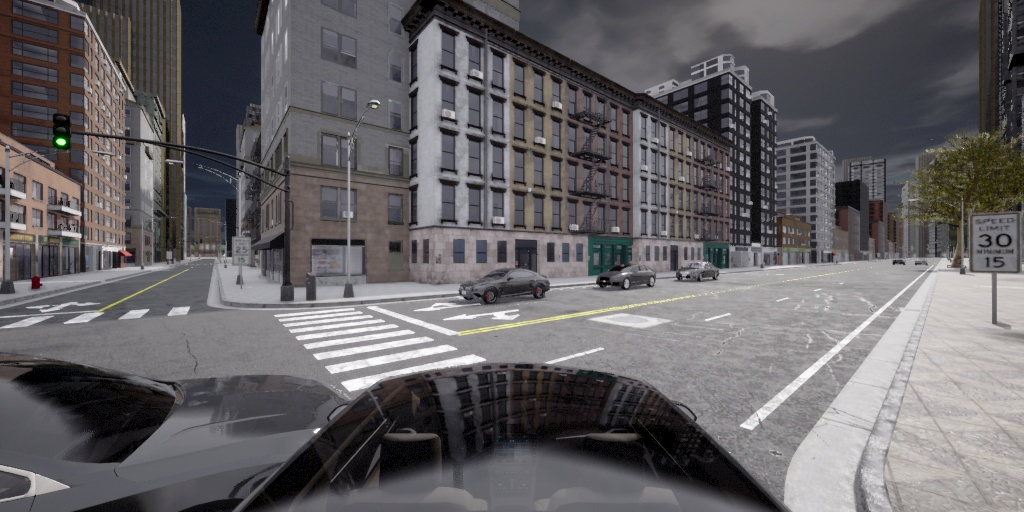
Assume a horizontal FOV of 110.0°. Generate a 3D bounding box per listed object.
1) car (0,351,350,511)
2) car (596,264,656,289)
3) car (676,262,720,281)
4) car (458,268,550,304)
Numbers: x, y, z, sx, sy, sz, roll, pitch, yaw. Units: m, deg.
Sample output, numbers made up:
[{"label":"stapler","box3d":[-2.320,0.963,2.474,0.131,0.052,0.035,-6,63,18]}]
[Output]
[{"label":"car","box3d":[-3.242,1.257,1.617,4.892,1.490,1.837,0,0,-35]},{"label":"car","box3d":[7.379,1.256,22.941,4.892,1.490,1.837,0,0,-40]},{"label":"car","box3d":[15.311,1.233,29.507,4.902,1.511,2.128,0,0,-40]},{"label":"car","box3d":[-0.237,1.285,16.625,4.674,1.442,1.812,0,0,-40]}]
